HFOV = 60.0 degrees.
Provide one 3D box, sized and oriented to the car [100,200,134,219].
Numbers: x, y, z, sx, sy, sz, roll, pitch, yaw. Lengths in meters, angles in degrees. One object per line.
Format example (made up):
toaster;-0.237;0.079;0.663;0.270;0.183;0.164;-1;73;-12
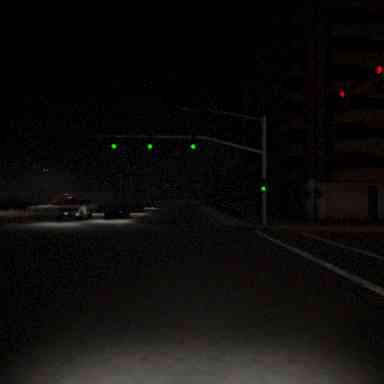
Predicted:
car;-7.667;1.887;34.380;1.882;1.535;5.008;0;-1;-1

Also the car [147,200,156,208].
car;-8.064;2.348;65.282;2.033;1.411;5.357;0;-1;-1

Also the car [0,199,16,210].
car;-31.098;1.968;54.230;1.970;1.475;3.806;0;-1;-1

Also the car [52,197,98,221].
car;-11.133;1.587;31.959;2.150;2.045;5.566;0;-1;-2

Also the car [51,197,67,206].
car;-28.606;1.960;71.731;1.905;1.878;3.866;0;-1;-1

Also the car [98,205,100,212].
car;-11.318;2.043;43.945;1.812;1.442;4.674;0;0;-1

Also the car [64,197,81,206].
car;-25.711;1.968;71.712;1.932;1.855;4.605;0;-1;-1

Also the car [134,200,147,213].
car;-7.846;2.034;46.015;1.882;1.535;5.008;0;-1;-1

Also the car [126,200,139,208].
car;-11.561;2.305;64.628;1.812;1.442;4.674;0;-1;-1
